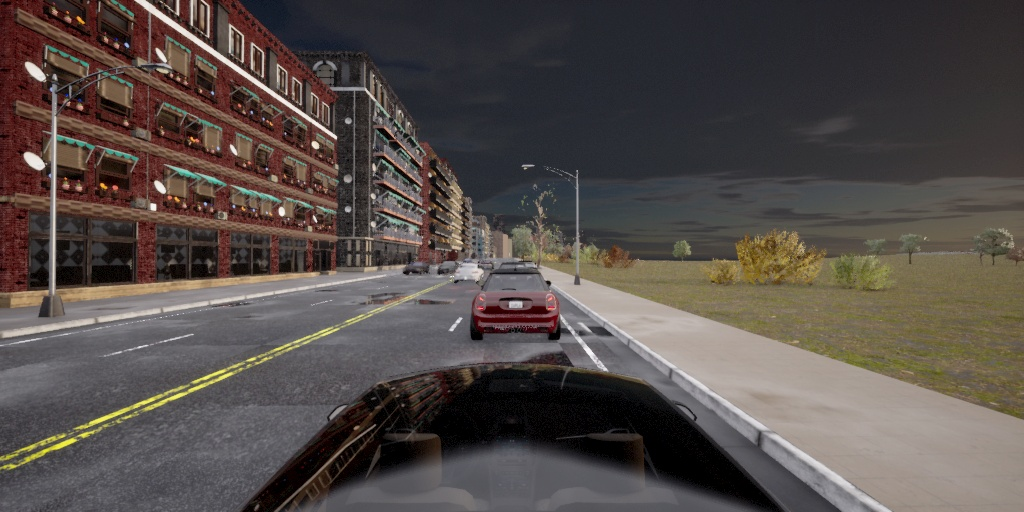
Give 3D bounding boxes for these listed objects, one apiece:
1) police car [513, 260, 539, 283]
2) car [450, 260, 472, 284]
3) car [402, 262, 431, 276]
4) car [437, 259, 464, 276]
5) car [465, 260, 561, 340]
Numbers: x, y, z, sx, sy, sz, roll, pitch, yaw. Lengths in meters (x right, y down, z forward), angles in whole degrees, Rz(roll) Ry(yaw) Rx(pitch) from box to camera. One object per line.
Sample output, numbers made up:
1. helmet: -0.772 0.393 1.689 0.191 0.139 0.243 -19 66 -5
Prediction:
1. police car: 1.079 1.179 29.369 1.930 1.638 5.238 0 0 0
2. car: -3.204 1.279 27.138 1.812 1.442 4.674 0 0 0
3. car: -9.924 1.301 37.787 2.033 1.411 5.357 0 0 0
4. car: -6.677 1.259 38.128 1.837 1.490 4.892 0 0 0
5. car: 0.075 1.104 10.100 2.097 1.767 4.553 0 0 0
